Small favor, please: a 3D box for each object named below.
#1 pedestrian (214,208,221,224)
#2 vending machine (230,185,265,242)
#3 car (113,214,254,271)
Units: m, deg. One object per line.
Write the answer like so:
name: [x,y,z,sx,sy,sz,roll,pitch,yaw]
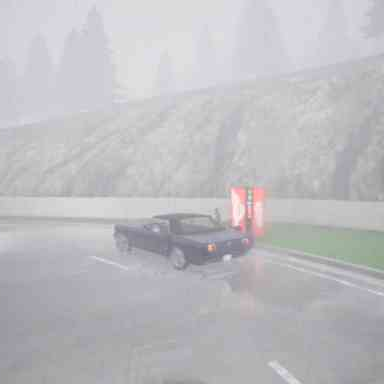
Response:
pedestrian: [1.021,1.120,13.047,0.500,1.100,0.500,-2,2,-45]
vending machine: [2.175,0.785,13.031,1.100,2.100,0.880,-2,2,-43]
car: [-0.545,1.297,9.955,1.895,1.301,4.718,-2,2,-40]
